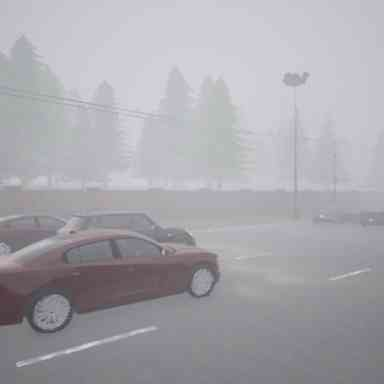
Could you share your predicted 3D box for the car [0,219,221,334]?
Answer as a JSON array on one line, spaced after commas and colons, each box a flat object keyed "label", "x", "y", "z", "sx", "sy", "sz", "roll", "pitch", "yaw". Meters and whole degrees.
[{"label": "car", "x": -1.626, "y": 1.513, "z": 6.902, "sx": 5.008, "sy": 1.535, "sz": 1.882, "roll": 0, "pitch": 0, "yaw": -36}]

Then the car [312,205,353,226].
[{"label": "car", "x": 10.780, "y": 1.682, "z": 24.609, "sx": 4.181, "sy": 1.385, "sz": 1.994, "roll": 0, "pitch": 0, "yaw": -36}]

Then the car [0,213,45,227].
[{"label": "car", "x": -5.710, "y": 1.542, "z": 12.588, "sx": 5.008, "sy": 1.535, "sz": 1.882, "roll": 0, "pitch": 0, "yaw": -36}]

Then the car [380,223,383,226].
[{"label": "car", "x": 7.241, "y": 1.569, "z": 9.034, "sx": 4.674, "sy": 1.442, "sz": 1.812, "roll": 0, "pitch": 0, "yaw": -36}]

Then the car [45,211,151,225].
[{"label": "car", "x": -2.063, "y": 1.407, "z": 10.915, "sx": 4.553, "sy": 1.767, "sz": 2.097, "roll": 0, "pitch": 0, "yaw": -36}]

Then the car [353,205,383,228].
[{"label": "car", "x": 12.974, "y": 1.581, "z": 21.880, "sx": 5.008, "sy": 1.535, "sz": 1.882, "roll": 0, "pitch": 0, "yaw": -36}]
